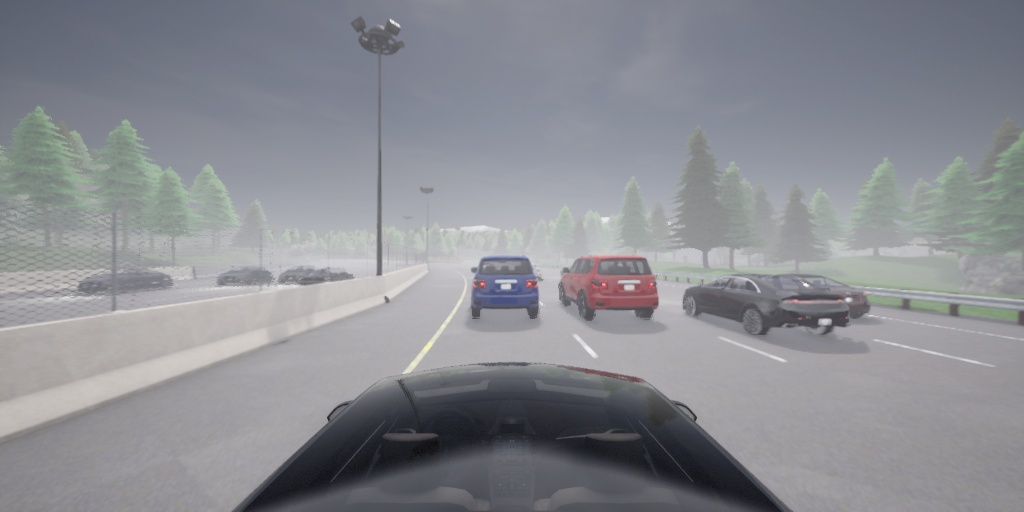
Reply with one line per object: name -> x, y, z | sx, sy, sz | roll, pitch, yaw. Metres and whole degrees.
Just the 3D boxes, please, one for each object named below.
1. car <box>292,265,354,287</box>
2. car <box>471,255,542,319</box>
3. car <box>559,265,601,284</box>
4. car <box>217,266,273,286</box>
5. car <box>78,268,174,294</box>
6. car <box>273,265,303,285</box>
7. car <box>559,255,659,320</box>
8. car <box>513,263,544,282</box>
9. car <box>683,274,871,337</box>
car -> -11.895, 1.427, 23.156 | 1.895, 1.301, 4.718 | 0, 0, -6
car -> -0.332, 1.000, 13.204 | 2.150, 2.045, 5.566 | 0, 0, -3
car -> 5.240, 1.404, 28.303 | 1.895, 1.301, 4.718 | 0, 0, -7
car -> -19.398, 1.414, 26.286 | 1.994, 1.385, 4.181 | 0, 0, -8
car -> -22.243, 1.406, 20.886 | 1.994, 1.385, 4.181 | 0, 0, -6
car -> -16.030, 1.410, 27.501 | 1.994, 1.385, 4.181 | 0, 0, -8
car -> 3.191, 0.992, 12.890 | 2.150, 2.045, 5.566 | 0, 0, -3
car -> 1.320, 1.343, 31.004 | 1.812, 1.442, 4.674 | 0, 0, -8
car -> 6.804, 1.248, 10.325 | 2.128, 1.511, 4.902 | 0, 0, -2
